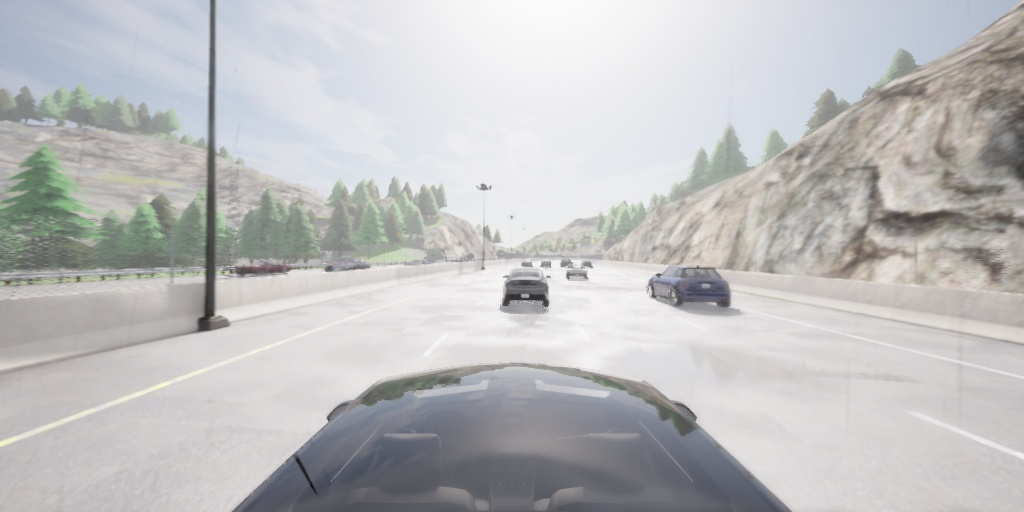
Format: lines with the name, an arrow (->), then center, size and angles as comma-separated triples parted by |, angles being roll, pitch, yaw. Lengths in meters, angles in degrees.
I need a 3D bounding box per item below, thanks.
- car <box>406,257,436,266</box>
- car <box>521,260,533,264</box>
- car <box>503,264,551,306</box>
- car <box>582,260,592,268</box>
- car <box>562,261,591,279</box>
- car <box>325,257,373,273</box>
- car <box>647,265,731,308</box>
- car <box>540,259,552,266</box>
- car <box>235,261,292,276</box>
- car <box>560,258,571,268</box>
car -> -10.846, 1.127, 41.499 | 2.128, 1.511, 4.902 | 1, 0, 7
car -> 2.508, 1.315, 61.466 | 2.033, 1.411, 5.357 | 1, 0, 5
car -> 0.663, 1.259, 15.900 | 1.837, 1.490, 4.892 | 0, 0, 4
car -> 13.093, 1.378, 63.498 | 1.837, 1.490, 4.892 | 1, 0, 7
car -> 5.996, 1.407, 33.678 | 1.895, 1.301, 4.718 | 1, 0, 7
car -> -15.231, 1.084, 34.342 | 2.128, 1.511, 4.902 | 1, 0, 7
car -> 7.639, 1.177, 15.937 | 2.097, 1.767, 4.553 | 1, 0, 4
car -> 6.154, 1.295, 64.436 | 2.128, 1.511, 4.902 | 1, 0, 7
car -> -22.481, 1.122, 32.622 | 1.895, 1.301, 4.718 | 1, 0, 7
car -> 9.625, 1.191, 63.964 | 2.097, 1.767, 4.553 | 1, 0, 7
